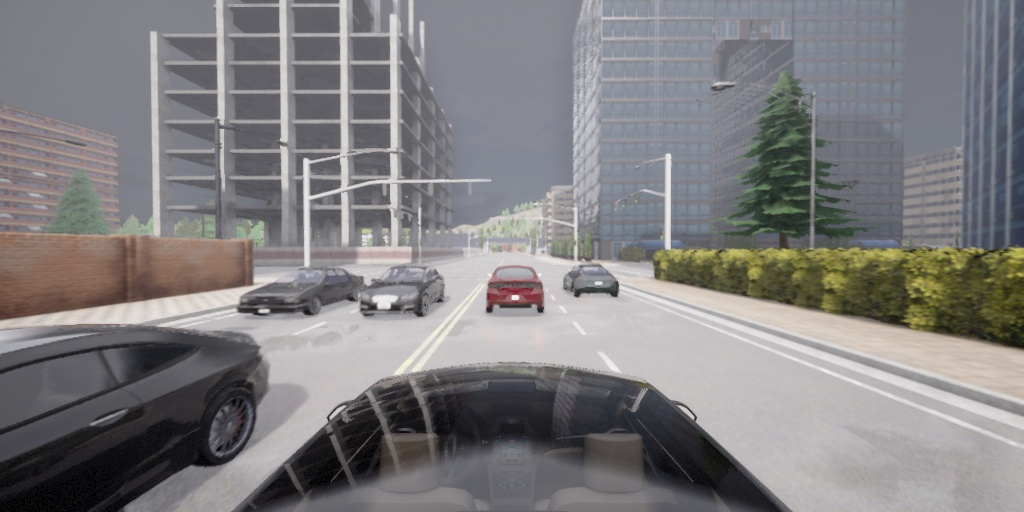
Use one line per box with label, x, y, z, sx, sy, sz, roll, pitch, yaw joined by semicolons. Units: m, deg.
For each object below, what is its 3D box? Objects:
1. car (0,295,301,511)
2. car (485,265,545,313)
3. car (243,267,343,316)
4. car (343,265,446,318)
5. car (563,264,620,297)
car;-3.589;1.271;2.156;1.812;1.442;4.674;0;1;0
car;0.098;1.046;13.123;1.882;1.535;5.008;0;1;0
car;-7.005;1.126;12.796;2.033;1.411;5.357;0;1;0
car;-3.510;1.077;12.304;2.128;1.511;4.902;0;1;0
car;3.601;1.069;16.913;1.994;1.385;4.181;0;1;0
